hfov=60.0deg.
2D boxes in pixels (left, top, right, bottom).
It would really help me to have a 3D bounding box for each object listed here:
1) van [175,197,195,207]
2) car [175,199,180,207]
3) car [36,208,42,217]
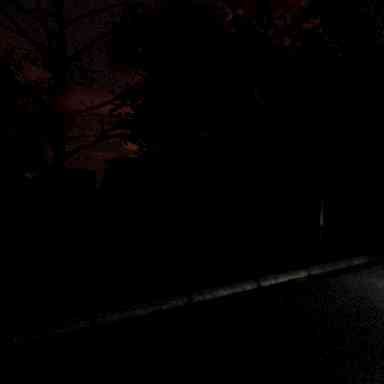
[{"bbox_3d":[-1.500,2.043,69.719,1.878,1.987,4.442,0,0,-36],"label":"van"},{"bbox_3d":[-2.537,2.353,53.006,2.163,1.488,4.792,0,0,-36],"label":"car"},{"bbox_3d":[-18.361,2.318,41.719,2.097,1.535,5.008,0,0,-36],"label":"car"}]
